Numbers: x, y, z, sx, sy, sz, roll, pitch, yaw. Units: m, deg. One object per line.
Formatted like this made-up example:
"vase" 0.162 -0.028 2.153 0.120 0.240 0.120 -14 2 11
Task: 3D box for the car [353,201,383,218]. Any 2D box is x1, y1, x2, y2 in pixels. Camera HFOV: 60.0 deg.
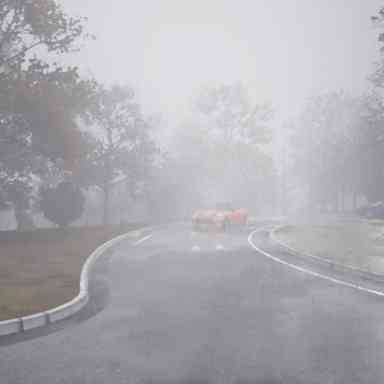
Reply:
"car" 17.154 1.522 29.727 5.008 1.535 1.882 0 0 7

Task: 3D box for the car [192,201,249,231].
"car" 1.838 1.364 20.765 2.097 1.767 4.553 0 0 31
